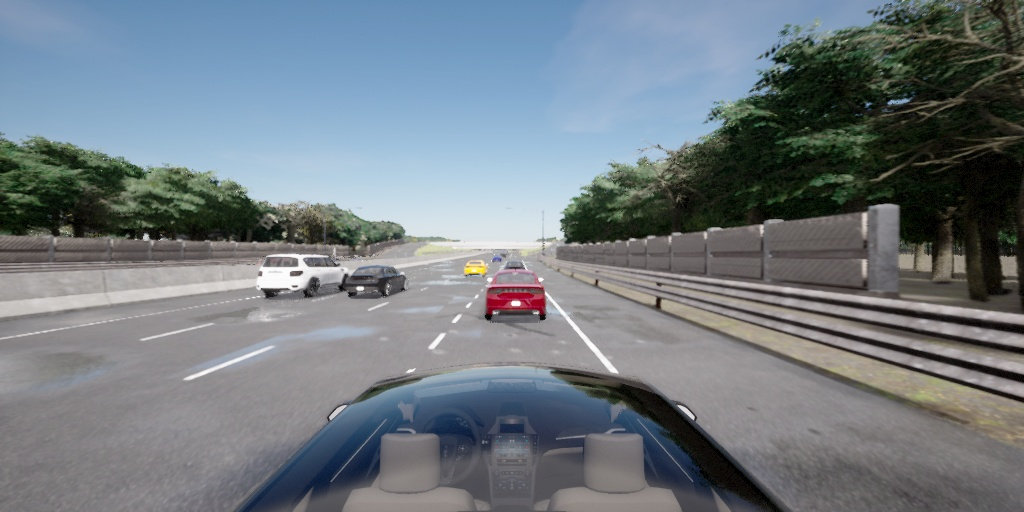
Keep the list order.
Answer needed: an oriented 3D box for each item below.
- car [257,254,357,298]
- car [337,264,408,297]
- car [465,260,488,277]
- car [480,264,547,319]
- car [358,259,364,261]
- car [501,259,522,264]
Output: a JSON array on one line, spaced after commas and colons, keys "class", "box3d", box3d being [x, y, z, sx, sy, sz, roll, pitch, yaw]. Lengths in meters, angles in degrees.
[{"class": "car", "box3d": [-10.362, 0.939, 18.382, 2.150, 2.045, 5.566, 0, 0, 0]}, {"class": "car", "box3d": [-6.861, 1.222, 18.642, 1.837, 1.490, 4.892, 0, 0, 0]}, {"class": "car", "box3d": [-3.373, 1.151, 34.576, 1.882, 1.535, 5.008, 0, 0, 0]}, {"class": "car", "box3d": [0.119, 1.207, 12.740, 1.882, 1.535, 5.008, 0, 0, 0]}, {"class": "car", "box3d": [-20.837, 1.074, 47.933, 2.033, 1.411, 5.357, 0, 1, 1]}, {"class": "car", "box3d": [0.205, 1.195, 31.093, 1.837, 1.490, 4.892, 0, 0, 0]}]
